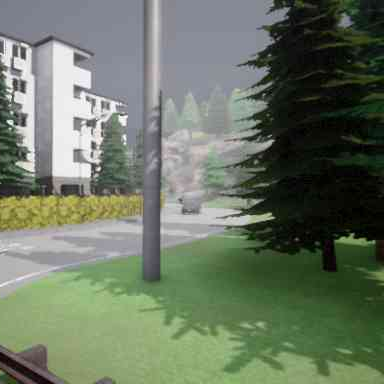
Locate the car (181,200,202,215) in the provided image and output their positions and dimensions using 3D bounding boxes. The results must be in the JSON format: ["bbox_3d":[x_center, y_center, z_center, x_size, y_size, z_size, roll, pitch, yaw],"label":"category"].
[{"bbox_3d":[0.026,1.599,35.203,1.837,1.490,4.892,1,0,6],"label":"car"}]

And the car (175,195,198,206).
[{"bbox_3d":[-0.903,1.195,50.751,2.128,1.511,4.902,0,0,-19],"label":"car"}]
